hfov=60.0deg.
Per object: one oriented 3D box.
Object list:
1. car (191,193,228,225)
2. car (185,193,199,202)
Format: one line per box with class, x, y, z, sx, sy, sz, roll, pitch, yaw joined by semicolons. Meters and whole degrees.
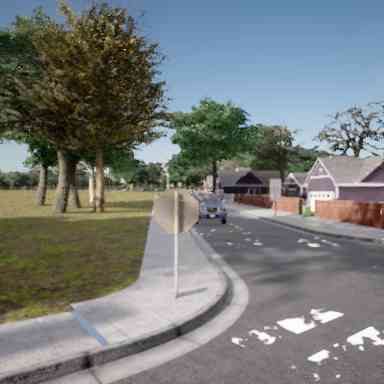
car;1.015;1.123;23.823;2.150;2.045;5.566;0;0;-6
car;-0.077;1.049;62.750;2.128;1.511;4.902;0;1;-6
